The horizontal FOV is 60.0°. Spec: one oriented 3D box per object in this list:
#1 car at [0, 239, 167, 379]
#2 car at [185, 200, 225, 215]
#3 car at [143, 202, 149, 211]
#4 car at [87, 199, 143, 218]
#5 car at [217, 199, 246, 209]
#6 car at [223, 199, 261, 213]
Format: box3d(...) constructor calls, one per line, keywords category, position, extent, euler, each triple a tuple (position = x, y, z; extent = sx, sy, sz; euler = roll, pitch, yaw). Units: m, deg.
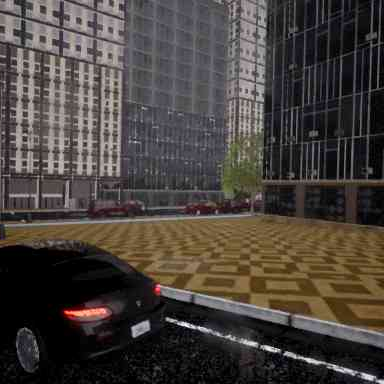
box3d(category="car", position=(-2.506, 1.523, 5.470), extent=(4.674, 1.442, 1.812), euler=(0, 0, 35))
box3d(category="car", position=(1.331, 1.965, 39.934), extent=(4.507, 1.381, 1.887), euler=(1, 1, -34))
box3d(category="car", position=(-7.799, 1.719, 43.224), extent=(4.403, 1.369, 2.008), euler=(1, 1, -34))
box3d(category="car", position=(-8.012, 1.644, 33.516), extent=(5.009, 1.841, 2.192), euler=(1, 1, -34))
box3d(category="car", position=(6.225, 1.872, 52.845), extent=(4.313, 1.339, 1.947), euler=(1, 1, -34))
box3d(category="car", position=(6.011, 1.782, 43.136), extent=(5.009, 1.841, 2.192), euler=(1, 1, -34))
